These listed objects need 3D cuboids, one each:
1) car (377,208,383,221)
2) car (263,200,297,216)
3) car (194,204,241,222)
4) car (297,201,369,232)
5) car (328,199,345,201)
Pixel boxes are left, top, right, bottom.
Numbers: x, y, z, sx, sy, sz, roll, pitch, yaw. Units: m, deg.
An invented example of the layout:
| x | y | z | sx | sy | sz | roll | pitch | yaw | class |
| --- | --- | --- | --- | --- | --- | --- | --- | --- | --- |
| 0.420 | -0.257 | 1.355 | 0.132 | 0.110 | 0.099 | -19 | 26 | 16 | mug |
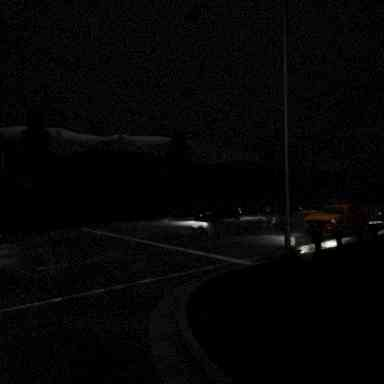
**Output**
| x | y | z | sx | sy | sz | roll | pitch | yaw | class |
| --- | --- | --- | --- | --- | --- | --- | --- | --- | --- |
| 16.547 | 1.508 | 26.268 | 5.357 | 1.411 | 2.033 | 0 | 0 | -41 | car |
| 9.211 | 1.567 | 33.807 | 4.902 | 1.511 | 2.128 | 0 | 0 | -41 | car |
| 2.209 | 1.680 | 27.808 | 4.181 | 1.385 | 1.994 | 0 | 0 | -41 | car |
| 8.473 | 1.486 | 19.350 | 5.008 | 1.535 | 1.882 | 0 | 0 | -41 | car |
| 17.634 | 1.550 | 41.007 | 4.674 | 1.442 | 1.812 | 0 | 0 | -40 | car |
